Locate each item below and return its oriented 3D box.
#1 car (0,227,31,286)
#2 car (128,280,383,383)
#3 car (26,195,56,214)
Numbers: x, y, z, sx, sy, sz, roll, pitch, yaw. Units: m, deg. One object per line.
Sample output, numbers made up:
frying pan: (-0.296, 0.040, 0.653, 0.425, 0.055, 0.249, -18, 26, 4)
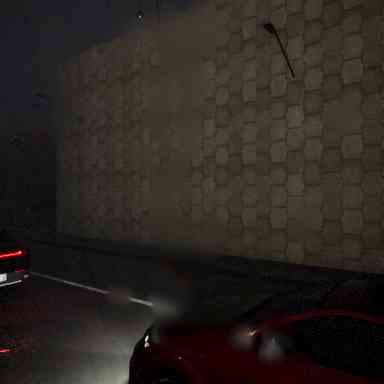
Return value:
car: (-5.855, 1.505, 8.171, 4.892, 1.490, 1.837, 0, 0, 36)
car: (1.394, 1.564, 2.997, 4.181, 1.385, 1.994, 0, 0, 36)
car: (-12.921, 1.061, 31.037, 2.128, 1.511, 4.902, 0, 5, 35)
